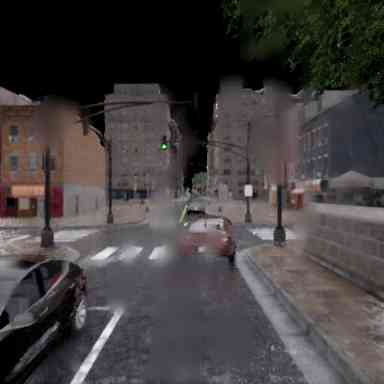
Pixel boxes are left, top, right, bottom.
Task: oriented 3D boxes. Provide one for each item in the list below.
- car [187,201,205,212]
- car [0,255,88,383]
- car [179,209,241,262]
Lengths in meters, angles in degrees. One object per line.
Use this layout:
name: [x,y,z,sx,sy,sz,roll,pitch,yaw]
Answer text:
car: [0.406,1.722,37.056,1.994,1.385,4.181,0,0,0]
car: [-2.637,1.585,4.097,1.947,1.339,4.313,0,0,0]
car: [0.749,1.582,12.323,1.812,1.442,4.674,0,0,10]
